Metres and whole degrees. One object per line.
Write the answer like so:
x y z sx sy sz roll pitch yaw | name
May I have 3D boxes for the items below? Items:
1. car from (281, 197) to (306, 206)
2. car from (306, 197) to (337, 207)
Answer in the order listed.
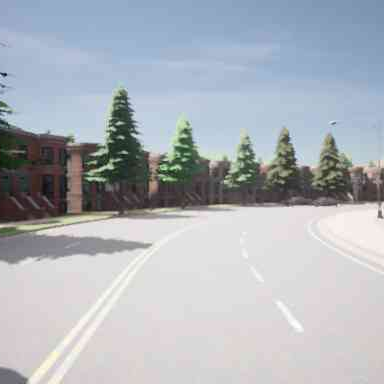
16.097 1.423 51.066 5.357 1.411 2.033 0 0 -34 | car
19.321 1.446 48.778 4.181 1.385 1.994 0 0 -31 | car
